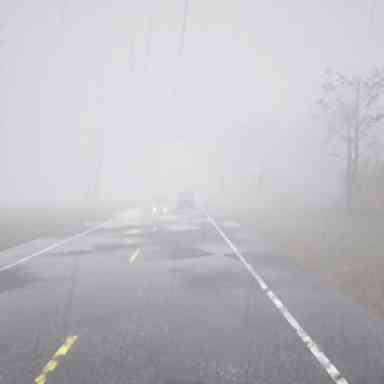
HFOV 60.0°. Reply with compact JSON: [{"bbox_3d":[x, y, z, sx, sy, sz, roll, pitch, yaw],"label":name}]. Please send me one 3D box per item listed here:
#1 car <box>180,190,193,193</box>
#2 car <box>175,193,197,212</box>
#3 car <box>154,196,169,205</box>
[{"bbox_3d":[-0.801,0.700,45.997,2.150,2.045,5.566,-1,1,0],"label":"car"},{"bbox_3d":[-0.559,1.132,32.723,1.837,1.490,4.892,-1,1,0],"label":"car"},{"bbox_3d":[-4.377,1.165,47.551,1.895,1.301,4.718,-1,1,-1],"label":"car"}]
